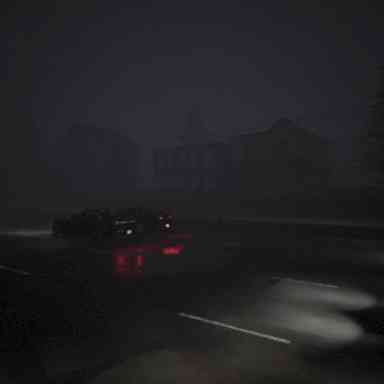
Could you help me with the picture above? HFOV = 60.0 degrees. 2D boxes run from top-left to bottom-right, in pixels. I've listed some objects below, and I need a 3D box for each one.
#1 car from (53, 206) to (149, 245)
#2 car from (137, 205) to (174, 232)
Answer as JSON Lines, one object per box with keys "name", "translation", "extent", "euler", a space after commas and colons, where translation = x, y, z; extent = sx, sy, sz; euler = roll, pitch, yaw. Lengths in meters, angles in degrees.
{"name": "car", "translation": [-4.709, 1.533, 15.922], "extent": [4.902, 1.511, 2.128], "euler": [0, 0, 35]}
{"name": "car", "translation": [-3.278, 1.549, 19.200], "extent": [4.892, 1.490, 1.837], "euler": [0, 0, 35]}
